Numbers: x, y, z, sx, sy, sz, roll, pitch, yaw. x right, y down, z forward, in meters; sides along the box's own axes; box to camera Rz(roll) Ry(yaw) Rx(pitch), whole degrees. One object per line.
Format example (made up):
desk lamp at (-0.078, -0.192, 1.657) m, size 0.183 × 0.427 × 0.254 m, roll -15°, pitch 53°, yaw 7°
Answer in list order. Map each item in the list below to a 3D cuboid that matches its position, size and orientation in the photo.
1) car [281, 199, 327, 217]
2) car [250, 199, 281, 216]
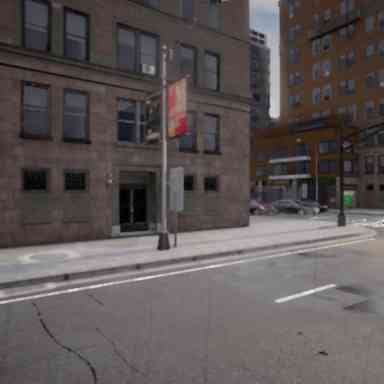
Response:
car at (9.259, 1.429, 30.342) m, size 2.128 × 1.511 × 4.902 m, roll 0°, pitch 0°, yaw -35°
car at (5.780, 1.376, 30.878) m, size 1.967 × 1.590 × 4.097 m, roll 0°, pitch 0°, yaw -35°
